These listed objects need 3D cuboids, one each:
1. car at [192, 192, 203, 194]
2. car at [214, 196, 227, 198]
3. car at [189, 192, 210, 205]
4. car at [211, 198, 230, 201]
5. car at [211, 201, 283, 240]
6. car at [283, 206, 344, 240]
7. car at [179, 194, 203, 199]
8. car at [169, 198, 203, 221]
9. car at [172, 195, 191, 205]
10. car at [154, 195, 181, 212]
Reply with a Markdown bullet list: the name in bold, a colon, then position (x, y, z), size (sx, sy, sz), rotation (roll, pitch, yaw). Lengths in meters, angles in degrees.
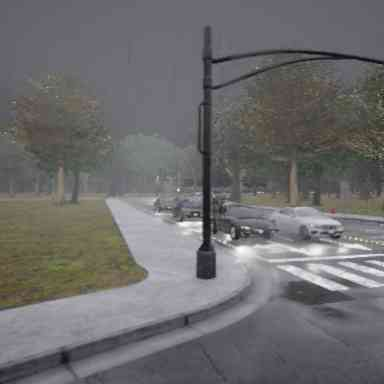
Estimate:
- **car**: position (0.921, 1.075, 47.135), size (2.150, 2.045, 5.566), rotation (0, 0, -15)
- **car**: position (4.005, 1.362, 48.159), size (2.128, 1.511, 4.902), rotation (0, 0, -15)
- **car**: position (1.290, 1.042, 57.936), size (2.150, 2.045, 5.566), rotation (0, 0, -15)
- **car**: position (2.978, 1.441, 26.671), size (1.812, 1.442, 4.674), rotation (0, 0, -15)
- **car**: position (2.343, 1.437, 16.657), size (1.837, 1.490, 4.892), rotation (0, 0, -15)
- **car**: position (5.624, 1.478, 16.987), size (1.812, 1.442, 4.674), rotation (0, 0, -14)
- **car**: position (0.257, 1.355, 36.711), size (1.882, 1.535, 5.008), rotation (0, 0, -15)
- **car**: position (-0.246, 1.460, 26.158), size (1.994, 1.385, 4.181), rotation (0, 0, -15)
- **car**: position (-1.840, 1.294, 57.053), size (2.128, 1.511, 4.902), rotation (0, 0, -15)
- **car**: position (-2.939, 1.363, 36.055), size (1.837, 1.490, 4.892), rotation (0, 0, -15)
